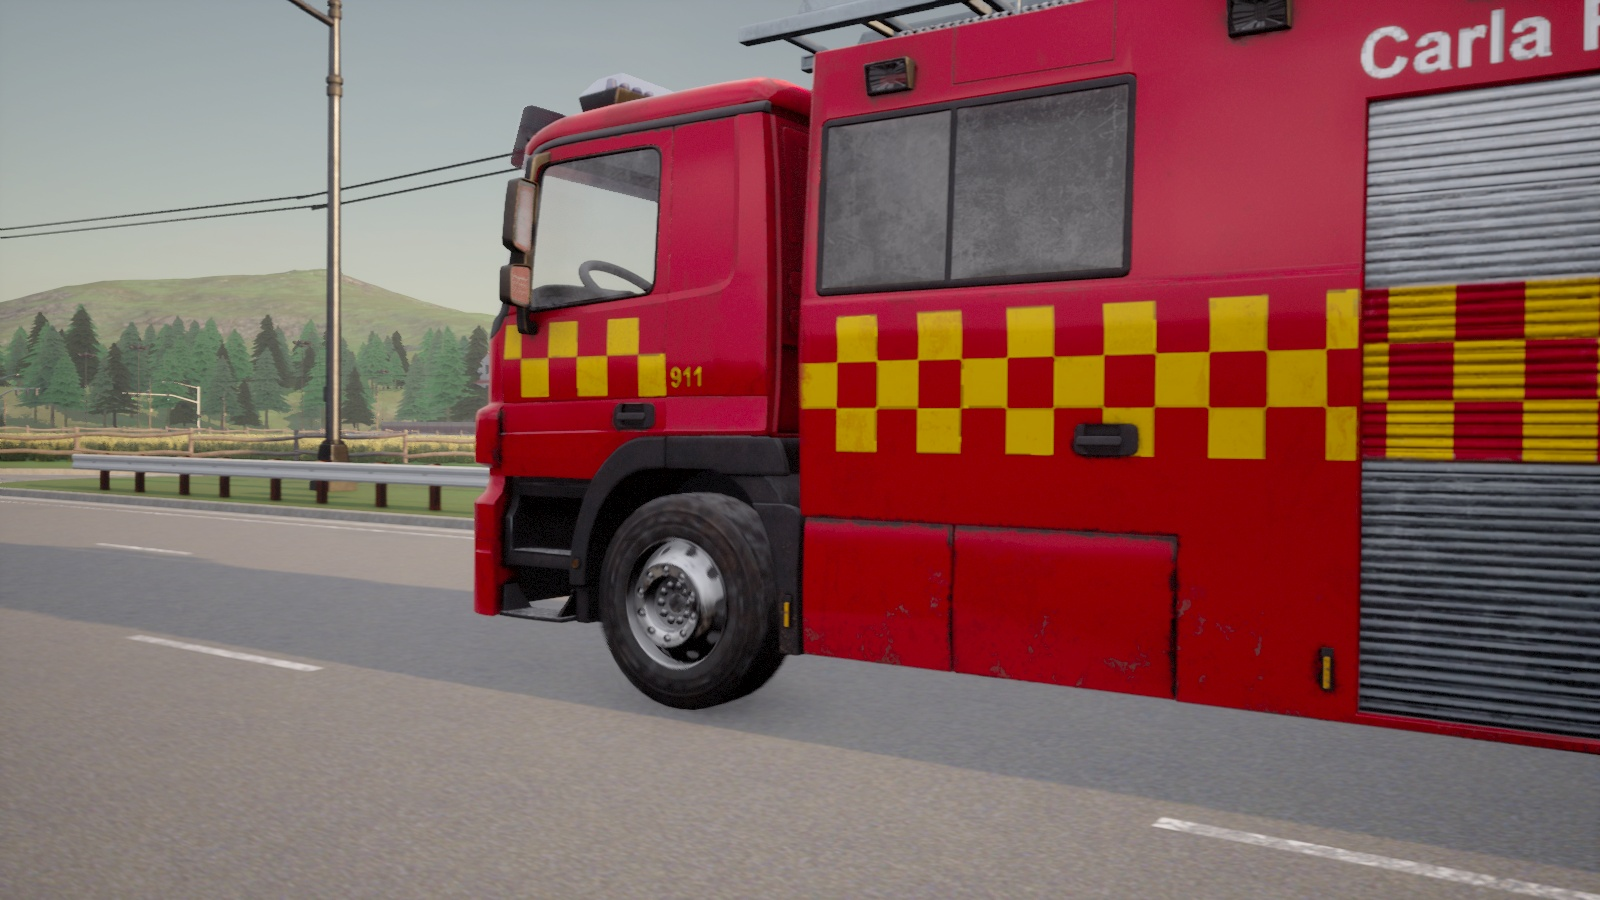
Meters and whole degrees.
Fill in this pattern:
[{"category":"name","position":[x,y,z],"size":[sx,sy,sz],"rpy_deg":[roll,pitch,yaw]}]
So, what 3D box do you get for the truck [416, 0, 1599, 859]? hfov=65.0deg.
[{"category":"truck","position":[2.027,-0.540,6.456],"size":[8.468,3.827,2.891],"rpy_deg":[0,1,34]}]
